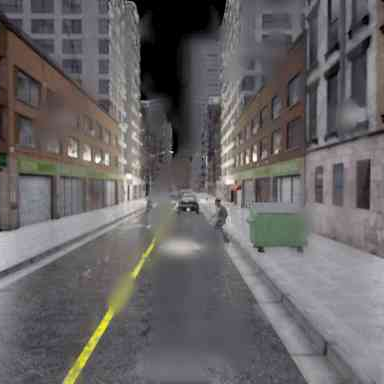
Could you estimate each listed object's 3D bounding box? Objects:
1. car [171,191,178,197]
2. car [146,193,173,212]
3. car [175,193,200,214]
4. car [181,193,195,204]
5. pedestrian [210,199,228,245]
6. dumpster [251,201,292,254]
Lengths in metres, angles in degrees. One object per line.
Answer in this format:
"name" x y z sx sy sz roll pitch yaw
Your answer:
"car" -3.680 0.578 71.532 1.837 1.490 4.892 0 1 -1
"car" -3.259 1.067 31.813 2.128 1.511 4.902 0 1 -1
"car" -0.318 1.112 29.412 1.837 1.490 4.892 0 1 0
"car" -0.517 0.897 46.155 1.837 1.490 4.892 0 0 -1
"pedestrian" 1.030 1.119 12.762 0.375 1.860 0.375 -1 1 -15
"dumpster" 2.858 1.227 12.236 1.020 1.700 1.940 0 1 -1
